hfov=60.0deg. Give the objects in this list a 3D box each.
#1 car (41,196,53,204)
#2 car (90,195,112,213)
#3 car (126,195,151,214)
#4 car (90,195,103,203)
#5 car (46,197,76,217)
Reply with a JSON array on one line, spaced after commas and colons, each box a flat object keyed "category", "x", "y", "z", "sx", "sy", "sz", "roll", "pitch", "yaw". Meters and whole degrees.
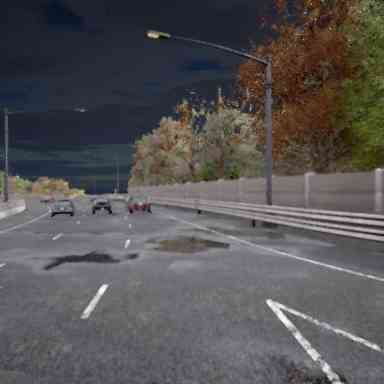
[{"category": "car", "x": -25.728, "y": 1.375, "z": 59.626, "sx": 1.812, "sy": 1.442, "sz": 4.674, "roll": -1, "pitch": 0, "yaw": -37}, {"category": "car", "x": -9.512, "y": 1.377, "z": 34.854, "sx": 1.837, "sy": 1.490, "sz": 4.892, "roll": 0, "pitch": 0, "yaw": -19}, {"category": "car", "x": -5.545, "y": 1.205, "z": 33.913, "sx": 2.097, "sy": 1.767, "sz": 4.553, "roll": 0, "pitch": 0, "yaw": -17}, {"category": "car", "x": -18.100, "y": 1.311, "z": 63.030, "sx": 1.812, "sy": 1.442, "sz": 4.674, "roll": 0, "pitch": 0, "yaw": -21}, {"category": "car", "x": -11.656, "y": 1.457, "z": 30.303, "sx": 2.033, "sy": 1.411, "sz": 5.357, "roll": 0, "pitch": 0, "yaw": -17}]
